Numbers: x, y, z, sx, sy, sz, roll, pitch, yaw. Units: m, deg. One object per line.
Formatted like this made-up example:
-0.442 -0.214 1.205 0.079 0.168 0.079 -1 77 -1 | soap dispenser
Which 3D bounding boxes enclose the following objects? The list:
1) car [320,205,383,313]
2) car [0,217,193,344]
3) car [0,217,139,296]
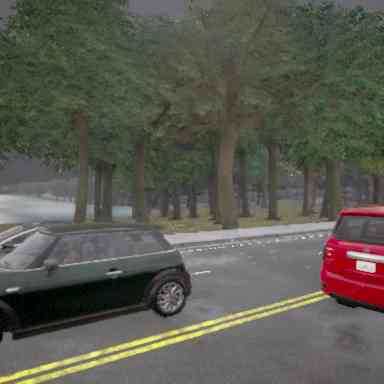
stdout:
4.967 1.298 6.814 5.566 2.045 2.150 0 -1 -35 | car
-2.288 1.394 5.986 4.553 1.767 2.097 1 -1 -35 | car
-4.089 1.548 8.692 4.902 1.511 2.128 1 -1 -35 | car
